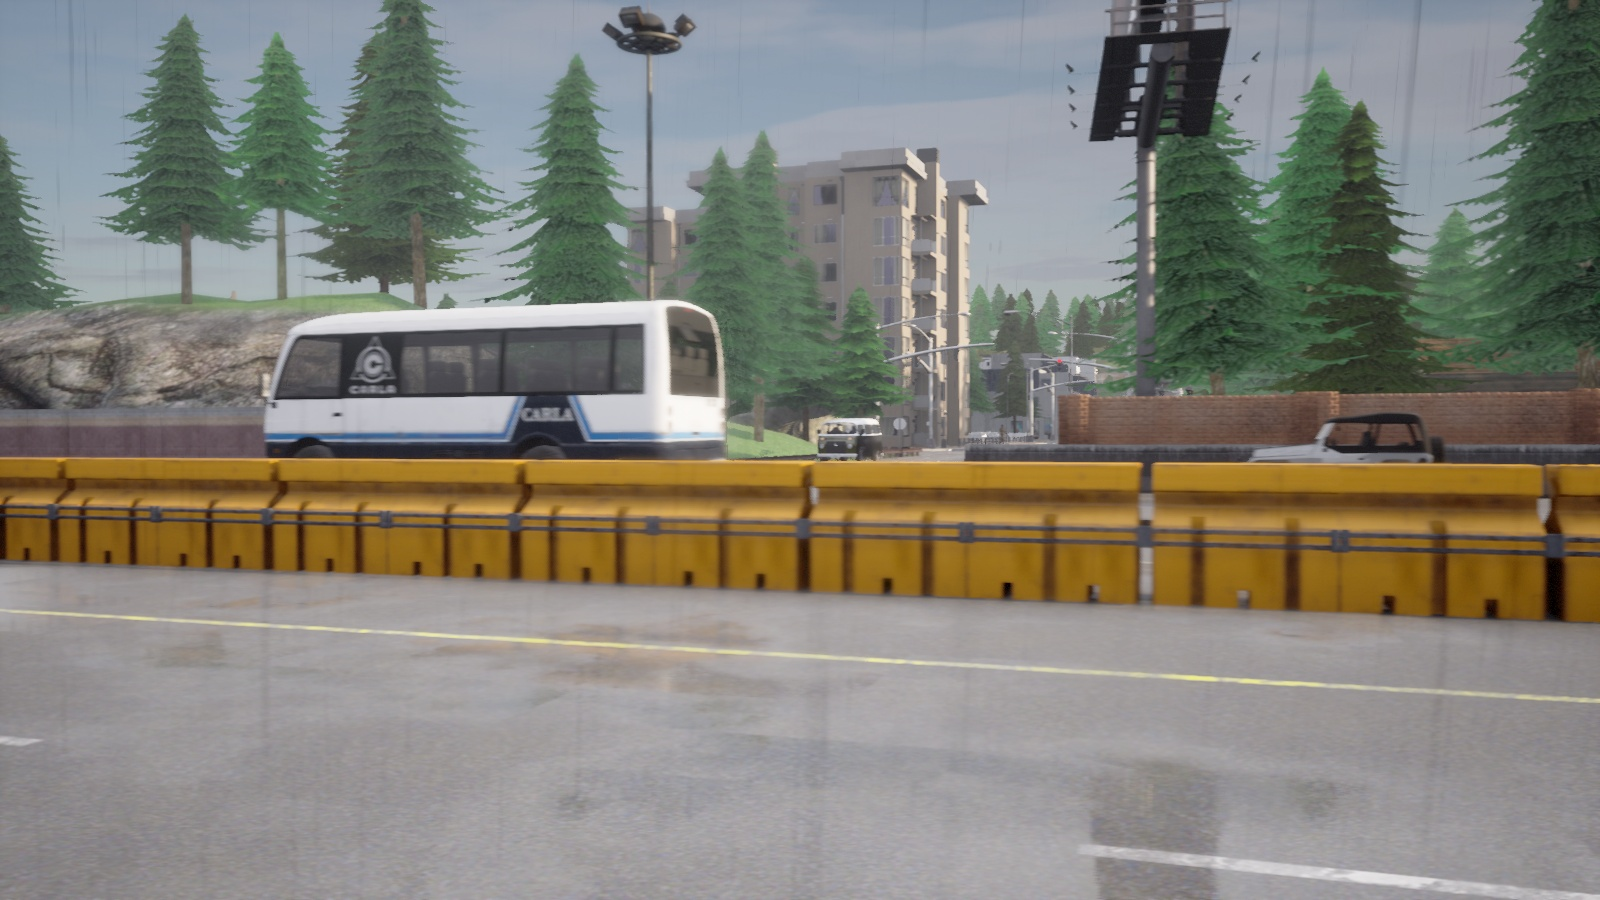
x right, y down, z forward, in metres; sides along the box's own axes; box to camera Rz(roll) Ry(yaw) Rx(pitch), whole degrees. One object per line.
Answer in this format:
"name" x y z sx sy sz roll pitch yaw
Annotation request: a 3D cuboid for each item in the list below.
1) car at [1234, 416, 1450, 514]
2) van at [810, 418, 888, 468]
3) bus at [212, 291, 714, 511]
"car" 10.828 0.256 25.394 3.866 1.878 1.905 1 1 19
"van" 2.145 -0.321 53.691 2.069 2.038 4.480 1 1 19
"bus" -7.428 -1.024 27.828 10.273 4.253 3.944 1 1 19
